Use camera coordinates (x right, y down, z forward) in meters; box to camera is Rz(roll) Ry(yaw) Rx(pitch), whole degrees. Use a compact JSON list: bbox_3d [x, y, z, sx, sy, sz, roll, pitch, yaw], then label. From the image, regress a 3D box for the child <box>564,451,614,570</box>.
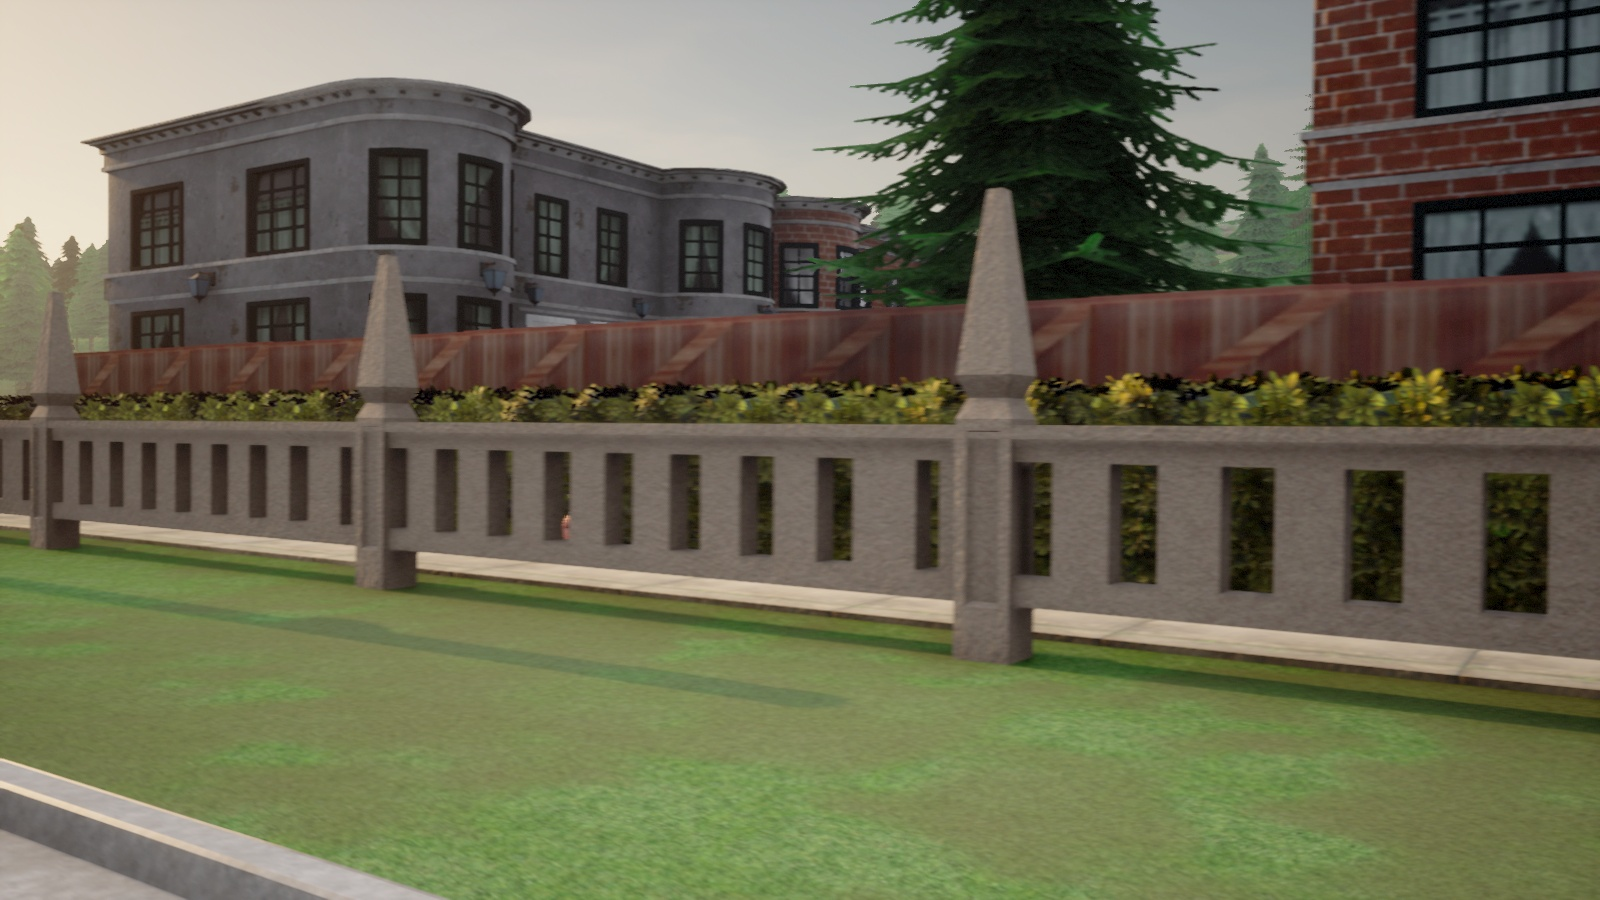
[{"bbox_3d":[-2.021,0.570,12.036,0.394,1.110,0.255,0,1,37],"label":"child"}]
